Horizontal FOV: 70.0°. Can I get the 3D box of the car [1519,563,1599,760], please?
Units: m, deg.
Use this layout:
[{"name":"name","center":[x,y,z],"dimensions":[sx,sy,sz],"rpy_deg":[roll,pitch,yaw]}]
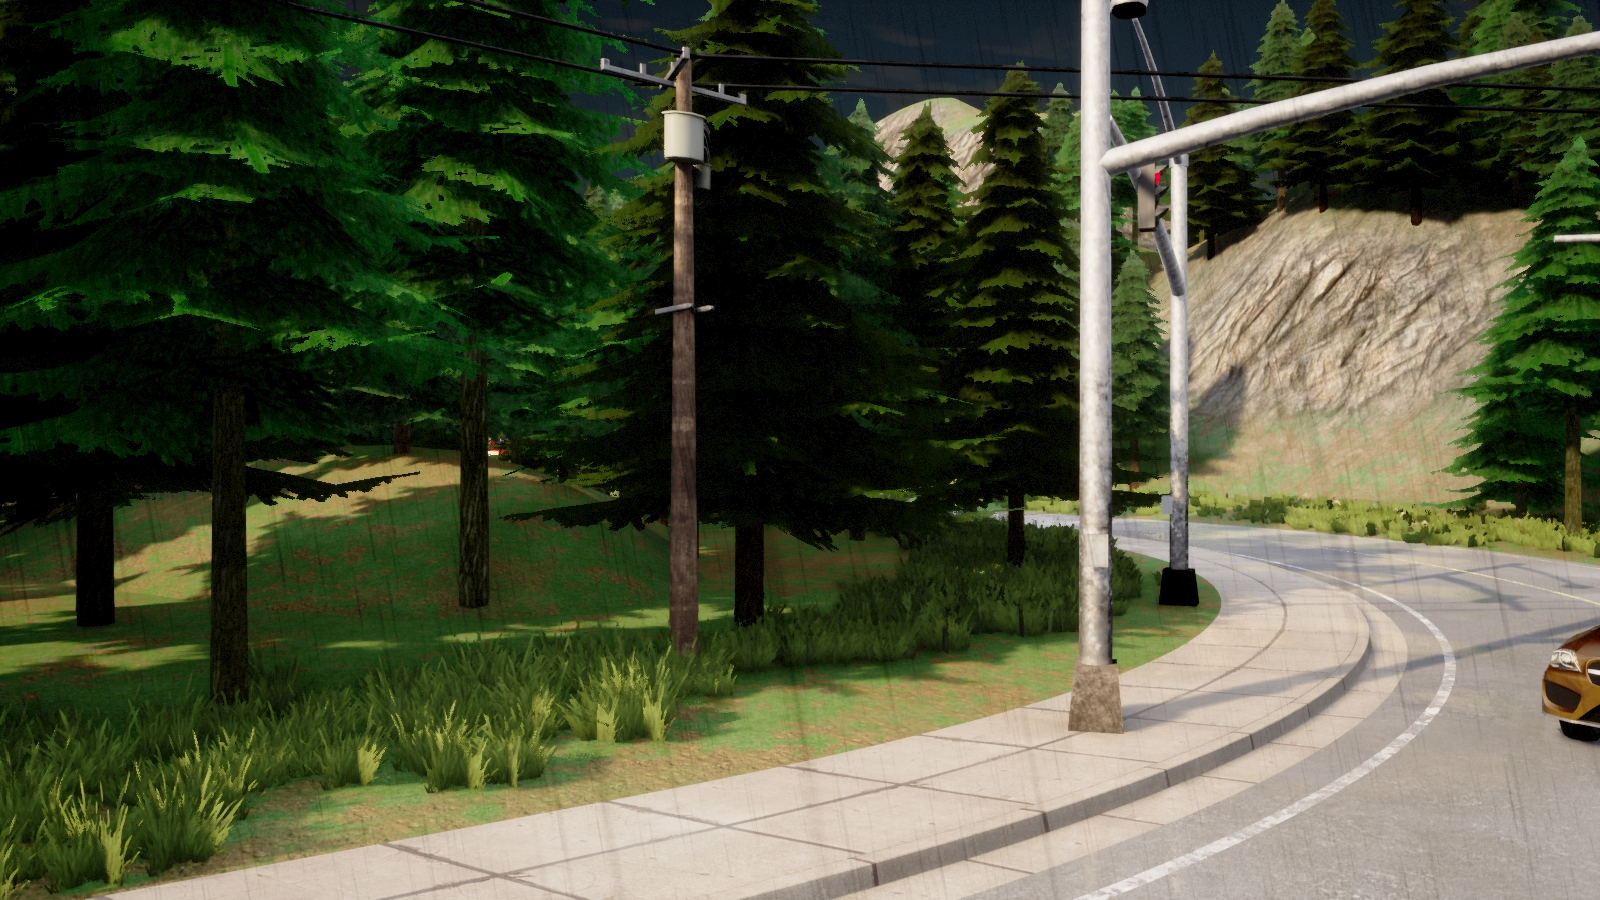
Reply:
[{"name":"car","center":[9.577,1.970,11.147],"dimensions":[5.027,1.651,2.152],"rpy_deg":[0,0,-29]}]
